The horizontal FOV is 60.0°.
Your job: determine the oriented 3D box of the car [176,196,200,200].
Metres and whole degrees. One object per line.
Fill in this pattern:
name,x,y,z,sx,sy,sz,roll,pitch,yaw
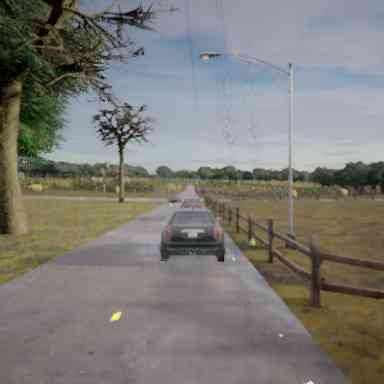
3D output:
car,0.036,1.292,27.470,2.097,1.767,4.553,0,0,1

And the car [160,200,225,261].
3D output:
car,0.043,1.354,12.477,2.097,1.767,4.553,0,0,1

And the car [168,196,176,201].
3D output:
car,-2.819,1.274,55.241,1.994,1.385,4.181,0,1,0
